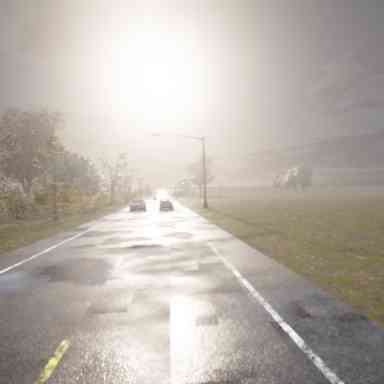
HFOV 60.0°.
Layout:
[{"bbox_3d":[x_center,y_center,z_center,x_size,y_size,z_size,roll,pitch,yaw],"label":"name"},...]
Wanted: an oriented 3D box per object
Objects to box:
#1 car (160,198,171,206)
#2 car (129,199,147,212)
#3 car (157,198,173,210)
[{"bbox_3d":[-5.208,1.911,65.029,2.033,1.411,5.357,-2,0,-4],"label":"car"},{"bbox_3d":[-7.104,1.731,44.273,2.097,1.767,4.553,-2,0,-5],"label":"car"},{"bbox_3d":[-3.753,1.834,48.284,1.994,1.385,4.181,-2,0,-5],"label":"car"}]
